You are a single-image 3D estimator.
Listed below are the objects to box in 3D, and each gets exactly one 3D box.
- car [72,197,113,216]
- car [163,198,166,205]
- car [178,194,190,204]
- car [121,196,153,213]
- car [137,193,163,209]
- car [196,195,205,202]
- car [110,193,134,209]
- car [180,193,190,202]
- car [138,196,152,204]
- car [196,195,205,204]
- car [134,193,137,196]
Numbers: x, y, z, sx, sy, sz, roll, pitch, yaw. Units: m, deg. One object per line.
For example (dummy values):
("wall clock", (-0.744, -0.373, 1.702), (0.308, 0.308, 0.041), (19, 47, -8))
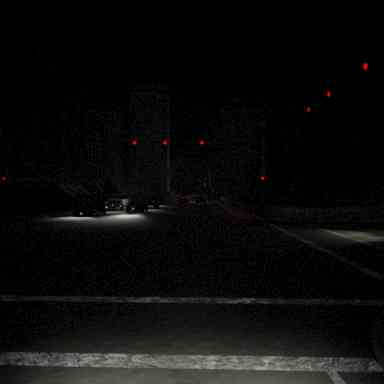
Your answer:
("car", (-9.769, 1.547, 32.482), (2.033, 1.411, 5.357), (0, 0, 4))
("car", (-5.590, 1.547, 57.108), (2.033, 1.411, 5.357), (0, 0, 2))
("car", (-1.790, 1.564, 66.021), (1.994, 1.385, 4.181), (0, 0, 1))
("car", (-6.086, 1.491, 37.181), (2.128, 1.511, 4.902), (0, 0, 1))
("car", (-5.853, 1.221, 46.752), (2.150, 2.045, 5.566), (0, 0, 1))
("car", (1.915, 1.352, 74.527), (2.128, 1.511, 4.902), (0, 0, 1))
("car", (-9.454, 1.221, 42.662), (2.150, 2.045, 5.566), (0, 0, 1))
("car", (-1.584, 1.182, 74.582), (2.097, 1.767, 4.553), (0, 0, 1))
("car", (-8.908, 1.526, 63.384), (1.812, 1.442, 4.674), (0, 0, 2))
("car", (1.694, 1.505, 65.310), (1.837, 1.490, 4.892), (0, 0, 1))
("car", (-9.195, 1.221, 53.026), (2.150, 2.045, 5.566), (0, 0, 1))
